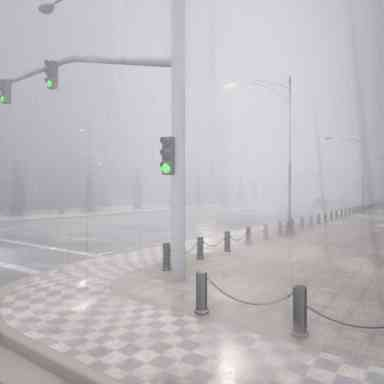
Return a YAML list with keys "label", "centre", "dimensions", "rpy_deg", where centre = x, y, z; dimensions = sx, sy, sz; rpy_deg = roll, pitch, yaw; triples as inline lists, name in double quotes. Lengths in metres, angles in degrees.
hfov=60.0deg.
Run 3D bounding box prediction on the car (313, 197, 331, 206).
- label: "car"
  centre: [21.284, 1.507, 54.388]
  dimensions: [1.994, 1.385, 4.181]
  rpy_deg: [0, 0, 36]
